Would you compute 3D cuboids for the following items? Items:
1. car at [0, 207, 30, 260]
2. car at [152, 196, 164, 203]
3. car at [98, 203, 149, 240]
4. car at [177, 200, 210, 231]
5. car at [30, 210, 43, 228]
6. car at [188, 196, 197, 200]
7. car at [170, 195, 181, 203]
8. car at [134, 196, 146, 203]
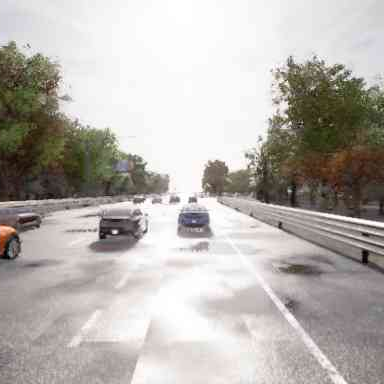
[{"bbox_3d":[-6.899,1.350,9.528,2.097,1.767,4.553,0,0,0],"label":"car"},{"bbox_3d":[-6.879,1.581,67.025,1.994,1.385,4.181,0,0,0],"label":"car"},{"bbox_3d":[-3.397,1.506,17.080,1.837,1.490,4.892,0,0,0],"label":"car"},{"bbox_3d":[0.105,1.482,20.877,1.882,1.535,5.008,0,0,0],"label":"car"},{"bbox_3d":[-10.396,1.563,19.401,1.994,1.385,4.181,0,0,0],"label":"car"},{"bbox_3d":[0.194,1.526,66.999,1.837,1.490,4.892,0,0,1],"label":"car"},{"bbox_3d":[-3.380,1.372,67.269,2.097,1.767,4.553,0,0,0],"label":"car"},{"bbox_3d":[-10.381,1.507,66.269,2.128,1.511,4.902,0,0,0],"label":"car"}]
